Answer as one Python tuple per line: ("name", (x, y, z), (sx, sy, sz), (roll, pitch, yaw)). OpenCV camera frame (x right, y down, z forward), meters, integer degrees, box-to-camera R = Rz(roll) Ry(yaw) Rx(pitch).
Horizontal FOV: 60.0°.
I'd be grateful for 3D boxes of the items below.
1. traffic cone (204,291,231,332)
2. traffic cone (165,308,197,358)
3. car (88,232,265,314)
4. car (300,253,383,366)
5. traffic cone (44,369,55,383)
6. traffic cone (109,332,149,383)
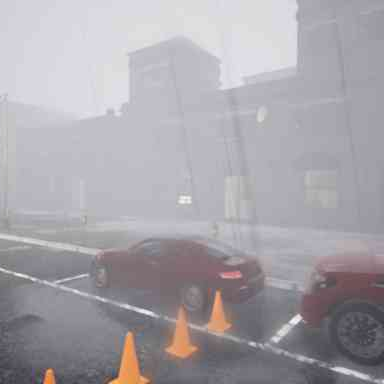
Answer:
("traffic cone", (0.429, 1.940, 5.509), (0.340, 0.580, 0.340), (0, 0, 36))
("traffic cone", (-0.153, 1.940, 4.695), (0.340, 0.580, 0.340), (0, 0, 36))
("car", (-0.488, 1.556, 7.348), (4.206, 1.307, 1.802), (0, 1, 36))
("car", (4.026, 1.323, 4.119), (5.009, 1.841, 2.192), (0, 1, 36))
("traffic cone", (-1.316, 1.939, 3.068), (0.340, 0.580, 0.340), (0, 0, 36))
("traffic cone", (-0.734, 1.939, 3.882), (0.340, 0.580, 0.340), (0, 0, 36))
